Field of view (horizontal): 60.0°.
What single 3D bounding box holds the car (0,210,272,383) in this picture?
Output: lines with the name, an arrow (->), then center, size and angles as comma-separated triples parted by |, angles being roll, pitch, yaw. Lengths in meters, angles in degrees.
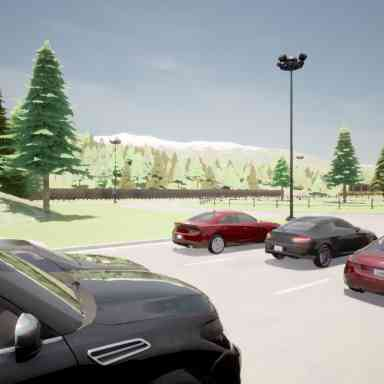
car -> -2.191, 1.221, 2.176 | 5.566, 2.045, 2.150 | 0, 0, -36

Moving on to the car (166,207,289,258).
car -> 1.566, 1.478, 13.517 | 5.008, 1.535, 1.882 | 0, 0, -35

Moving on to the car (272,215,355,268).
car -> 4.458, 1.526, 11.272 | 4.674, 1.442, 1.812 | 0, 0, -35

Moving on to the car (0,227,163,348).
car -> -3.329, 1.547, 5.672 | 5.357, 1.411, 2.033 | 0, 0, -36

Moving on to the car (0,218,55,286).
car -> -6.009, 1.526, 8.056 | 4.674, 1.442, 1.812 | 0, 0, -35

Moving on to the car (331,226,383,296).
car -> 5.386, 1.564, 7.651 | 4.181, 1.385, 1.994 | 0, 0, -34
